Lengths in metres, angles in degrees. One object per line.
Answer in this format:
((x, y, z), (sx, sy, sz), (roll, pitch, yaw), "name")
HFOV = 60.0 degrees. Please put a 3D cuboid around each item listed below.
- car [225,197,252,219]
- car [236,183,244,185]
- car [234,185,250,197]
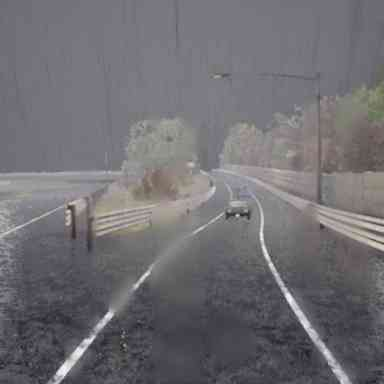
((3.793, 1.373, 26.617), (1.895, 1.301, 4.718), (-1, 1, 12), "car")
((8.859, -0.810, 60.911), (2.097, 1.767, 4.553), (-1, 5, 5), "car")
((7.736, 0.195, 50.550), (2.033, 1.411, 5.357), (-1, 4, 7), "car")
